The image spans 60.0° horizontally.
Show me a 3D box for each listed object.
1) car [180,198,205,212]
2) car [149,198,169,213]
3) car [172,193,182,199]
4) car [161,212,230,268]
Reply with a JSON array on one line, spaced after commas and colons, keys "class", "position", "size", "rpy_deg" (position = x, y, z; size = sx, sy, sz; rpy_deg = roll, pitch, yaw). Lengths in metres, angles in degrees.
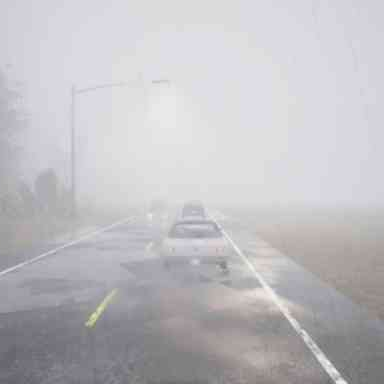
[{"class": "car", "position": [0.108, 1.445, 29.302], "size": [1.882, 1.535, 5.008], "rpy_deg": [0, 0, 0]}, {"class": "car", "position": [-3.577, 1.464, 36.482], "size": [1.837, 1.490, 4.892], "rpy_deg": [0, 0, 0]}, {"class": "car", "position": [-3.468, 1.064, 77.573], "size": [1.837, 1.490, 4.892], "rpy_deg": [0, 0, 0]}, {"class": "car", "position": [0.098, 1.588, 11.171], "size": [1.895, 1.301, 4.718], "rpy_deg": [0, 0, 0]}]
